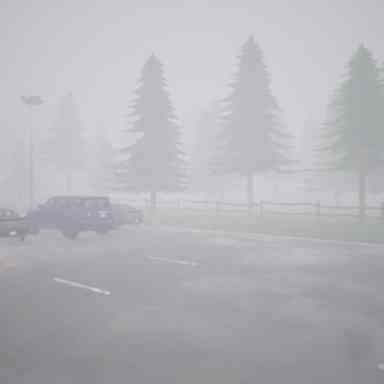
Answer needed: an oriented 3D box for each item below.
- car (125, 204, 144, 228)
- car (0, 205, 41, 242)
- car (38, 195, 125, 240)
[{"bbox_3d":[-5.124,1.446,20.530,4.902,1.511,2.128,0,0,36],"label":"car"},{"bbox_3d":[-9.191,1.446,14.833,4.902,1.511,2.128,0,0,36],"label":"car"},{"bbox_3d":[-6.333,1.179,17.095,5.566,2.045,2.150,0,0,36],"label":"car"}]
